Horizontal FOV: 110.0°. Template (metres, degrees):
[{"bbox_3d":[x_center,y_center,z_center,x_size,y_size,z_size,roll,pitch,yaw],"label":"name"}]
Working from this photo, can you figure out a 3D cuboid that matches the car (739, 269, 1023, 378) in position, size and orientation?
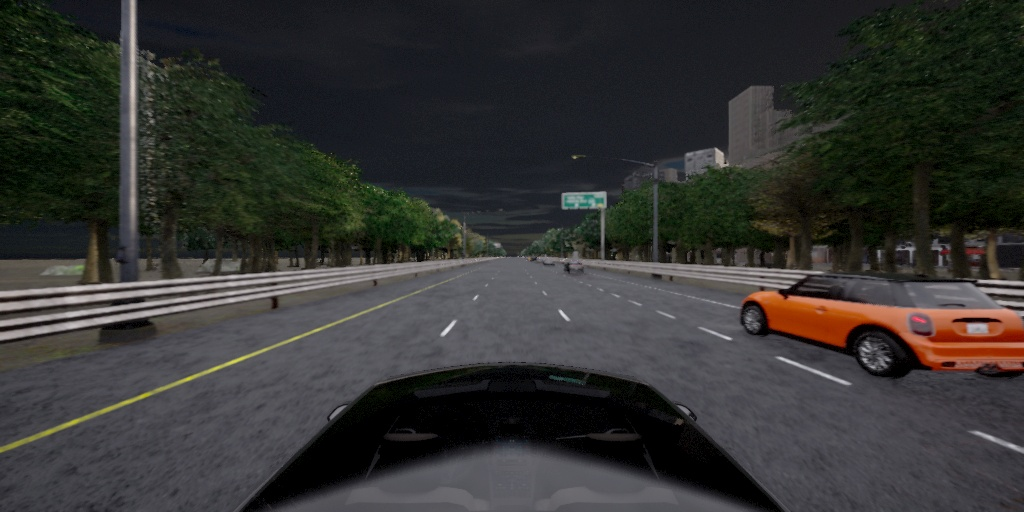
[{"bbox_3d":[7.000,1.106,7.517,2.097,1.767,4.553,0,0,0],"label":"car"}]

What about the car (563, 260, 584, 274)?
[{"bbox_3d":[7.072,1.233,41.574,2.128,1.511,4.902,0,0,0],"label":"car"}]
